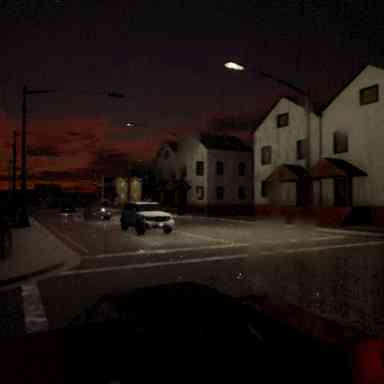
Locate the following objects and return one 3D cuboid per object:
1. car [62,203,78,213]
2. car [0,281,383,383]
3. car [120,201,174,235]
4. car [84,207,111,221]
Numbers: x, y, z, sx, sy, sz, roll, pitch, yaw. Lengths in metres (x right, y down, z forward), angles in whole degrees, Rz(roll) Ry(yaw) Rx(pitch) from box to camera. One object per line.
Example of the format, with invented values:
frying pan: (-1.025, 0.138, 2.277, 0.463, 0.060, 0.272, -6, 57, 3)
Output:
car: (-18.845, 2.534, 51.187, 1.837, 1.490, 4.892, 1, -1, -29)
car: (-0.499, 1.661, 3.031, 4.718, 1.301, 1.895, 1, -1, -29)
car: (-3.187, 1.666, 22.573, 2.150, 2.045, 5.566, 1, -1, -29)
car: (-10.003, 2.279, 34.943, 1.895, 1.301, 4.718, 1, -1, -29)
